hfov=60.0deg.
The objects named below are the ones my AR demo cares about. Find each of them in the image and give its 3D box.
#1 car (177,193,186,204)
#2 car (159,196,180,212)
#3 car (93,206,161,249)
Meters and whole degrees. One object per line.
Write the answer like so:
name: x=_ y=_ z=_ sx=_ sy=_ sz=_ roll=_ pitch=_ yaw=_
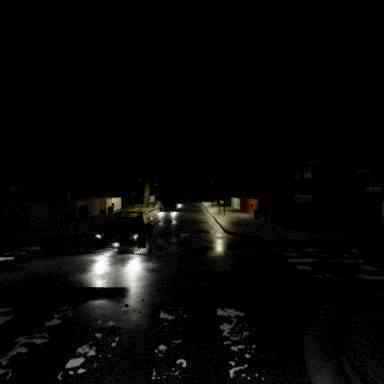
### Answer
car: x=-2.808 y=1.469 z=64.208 sx=2.128 sy=1.511 sz=4.902 roll=0 pitch=0 yaw=0
car: x=-2.784 y=1.561 z=39.234 sx=1.837 sy=1.490 sz=4.892 roll=0 pitch=0 yaw=0
car: x=-2.762 y=1.550 z=14.805 sx=2.033 sy=1.411 sz=5.357 roll=0 pitch=0 yaw=0
